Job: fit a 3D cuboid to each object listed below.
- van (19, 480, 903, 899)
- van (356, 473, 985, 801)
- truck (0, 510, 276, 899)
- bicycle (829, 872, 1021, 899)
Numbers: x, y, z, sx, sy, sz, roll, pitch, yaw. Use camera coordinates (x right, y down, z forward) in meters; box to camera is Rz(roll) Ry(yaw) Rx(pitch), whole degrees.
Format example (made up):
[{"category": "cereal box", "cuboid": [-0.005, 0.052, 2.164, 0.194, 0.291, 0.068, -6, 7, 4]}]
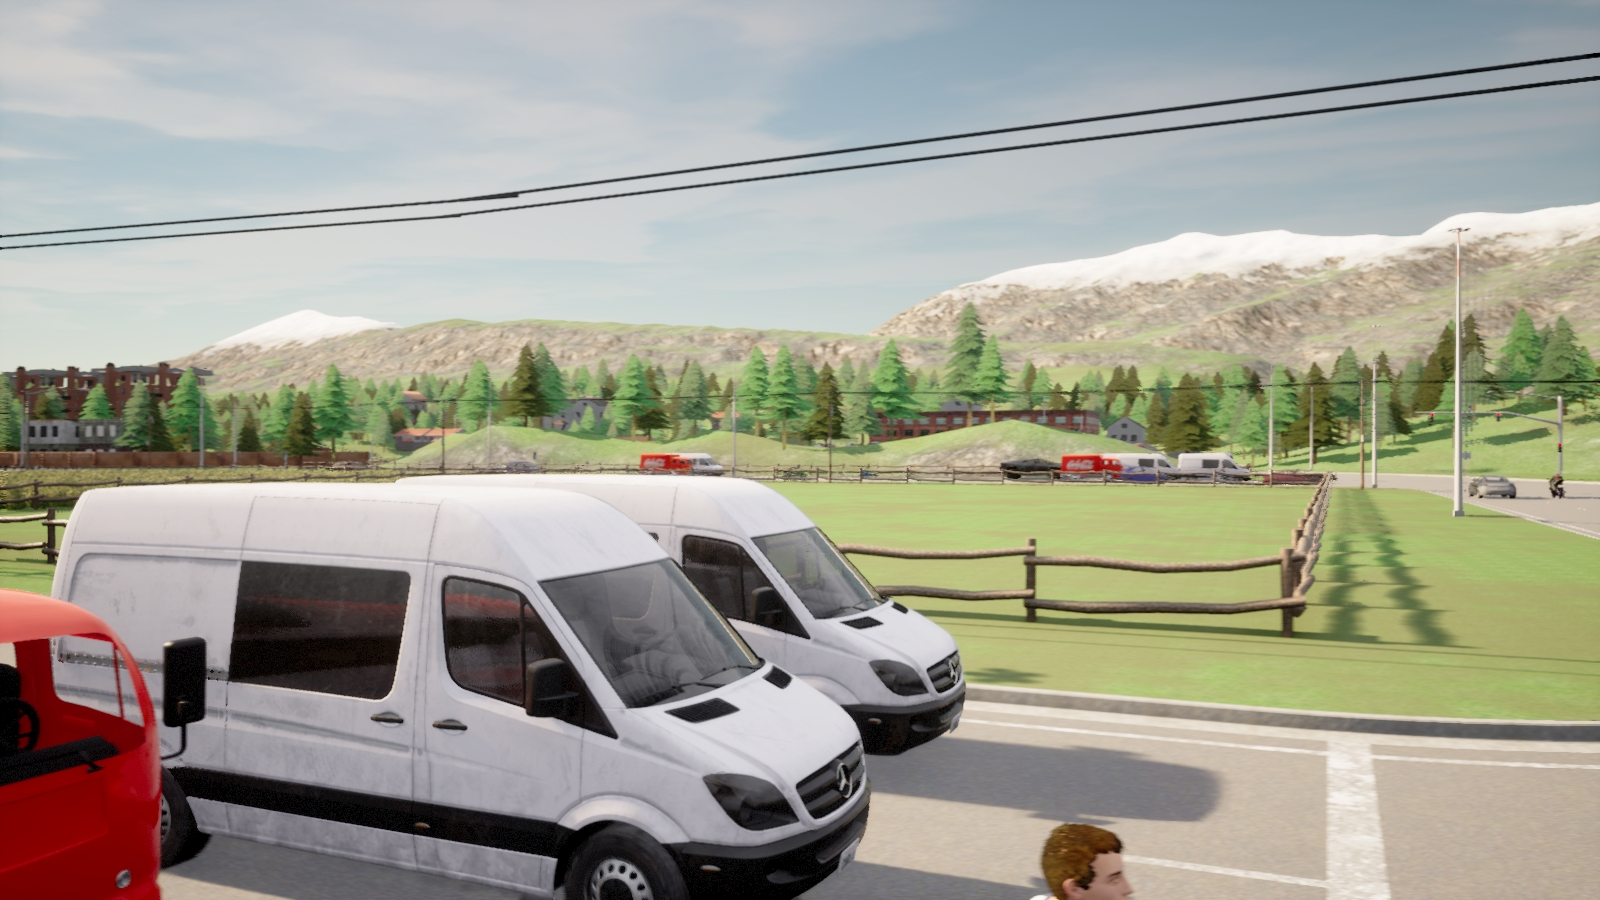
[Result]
[{"category": "van", "cuboid": [-2.425, 1.540, 7.894, 5.915, 2.561, 1.988, 0, 0, 22]}, {"category": "van", "cuboid": [-1.333, 1.542, 11.232, 5.915, 2.561, 1.988, 0, 0, 22]}, {"category": "truck", "cuboid": [-5.493, 1.565, 5.421, 5.204, 2.467, 2.627, 0, 0, 23]}, {"category": "bicycle", "cuboid": [0.849, 2.059, 3.024, 1.643, 1.496, 0.373, 1, 0, 24]}]
